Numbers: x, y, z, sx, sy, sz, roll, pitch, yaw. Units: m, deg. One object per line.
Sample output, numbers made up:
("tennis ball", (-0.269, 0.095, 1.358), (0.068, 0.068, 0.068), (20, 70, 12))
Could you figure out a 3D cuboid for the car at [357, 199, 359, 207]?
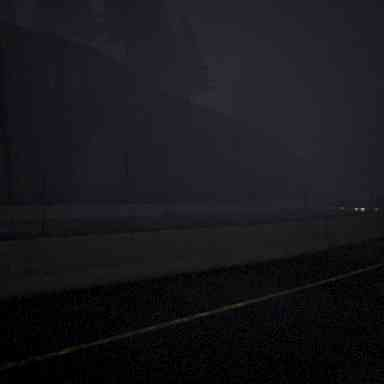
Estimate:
("car", (31.514, 2.108, 62.083), (2.128, 1.511, 4.902), (0, 0, 34))
